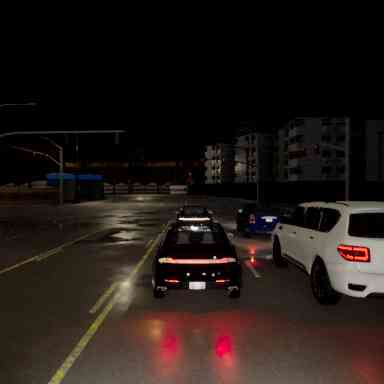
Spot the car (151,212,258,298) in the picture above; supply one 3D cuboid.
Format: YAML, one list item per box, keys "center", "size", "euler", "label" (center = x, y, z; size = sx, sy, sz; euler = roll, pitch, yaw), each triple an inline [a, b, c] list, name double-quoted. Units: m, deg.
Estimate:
- center: [0.102, 1.499, 8.527]
  size: [2.128, 1.511, 4.902]
  euler: [0, 0, 0]
  label: "car"

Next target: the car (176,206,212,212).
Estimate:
- center: [0.111, 1.473, 17.940]
  size: [2.128, 1.511, 4.902]
  euler: [0, 0, 0]
  label: "car"

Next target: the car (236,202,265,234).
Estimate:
- center: [3.609, 1.328, 17.663]
  size: [2.097, 1.767, 4.553]
  euler: [0, 0, 0]
  label: "car"

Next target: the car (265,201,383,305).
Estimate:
- center: [3.594, 1.220, 8.240]
  size: [2.150, 2.045, 5.566]
  euler: [0, 0, 0]
  label: "car"
